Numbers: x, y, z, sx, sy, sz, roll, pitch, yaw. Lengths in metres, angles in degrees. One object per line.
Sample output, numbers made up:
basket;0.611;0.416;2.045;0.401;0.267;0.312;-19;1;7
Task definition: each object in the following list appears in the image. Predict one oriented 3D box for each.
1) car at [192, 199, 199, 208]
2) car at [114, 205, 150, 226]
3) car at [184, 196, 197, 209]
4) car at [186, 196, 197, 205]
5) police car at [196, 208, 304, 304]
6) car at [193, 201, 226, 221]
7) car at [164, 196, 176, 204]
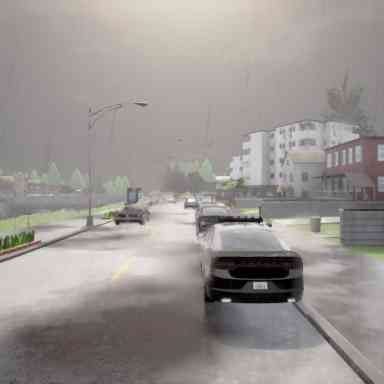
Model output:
car;1.159;1.506;24.264;1.837;1.490;4.892;0;0;0
car;-4.140;1.601;23.542;1.895;1.301;4.718;0;0;0
car;-0.050;1.564;45.779;1.994;1.385;4.181;0;0;0
car;-0.097;1.478;59.104;1.882;1.535;5.008;0;0;0
police car;1.186;1.425;8.374;1.930;1.638;5.238;0;0;0
car;1.169;1.478;18.264;1.882;1.535;5.008;0;0;0
car;-4.106;1.525;62.826;1.812;1.442;4.674;0;0;0
